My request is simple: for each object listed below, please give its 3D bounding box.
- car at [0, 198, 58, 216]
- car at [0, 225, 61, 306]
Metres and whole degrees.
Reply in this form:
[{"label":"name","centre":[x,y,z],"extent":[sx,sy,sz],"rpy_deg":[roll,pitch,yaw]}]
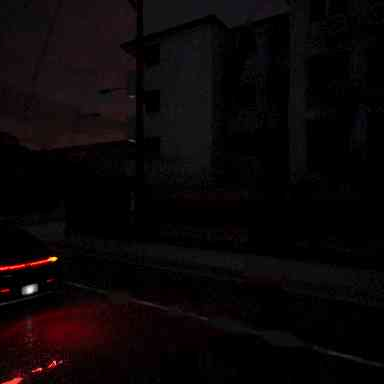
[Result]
[{"label":"car","centre":[-14.596,1.274,29.480],"extent":[2.033,1.411,5.357],"rpy_deg":[0,1,32]},{"label":"car","centre":[-4.887,1.495,7.361],"extent":[4.892,1.490,1.837],"rpy_deg":[0,0,35]}]
